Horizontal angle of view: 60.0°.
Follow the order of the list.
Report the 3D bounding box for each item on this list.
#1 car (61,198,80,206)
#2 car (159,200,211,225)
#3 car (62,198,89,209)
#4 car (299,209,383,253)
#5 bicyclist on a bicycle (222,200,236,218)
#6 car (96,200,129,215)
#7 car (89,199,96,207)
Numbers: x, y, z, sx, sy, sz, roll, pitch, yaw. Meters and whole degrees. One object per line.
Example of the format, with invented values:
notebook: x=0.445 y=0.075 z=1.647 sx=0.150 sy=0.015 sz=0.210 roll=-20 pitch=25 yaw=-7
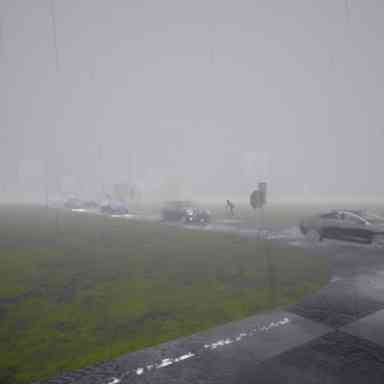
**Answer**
car: x=-22.268 y=1.747 z=60.804 sx=2.033 sy=1.411 sz=5.357 roll=0 pitch=0 yaw=-35
car: x=-0.569 y=1.411 z=24.731 sx=2.097 sy=1.767 sz=4.553 roll=0 pitch=0 yaw=-35
car: x=-17.373 y=1.641 z=48.839 sx=2.128 sy=1.511 sz=4.902 roll=0 pitch=0 yaw=-35
car: x=6.903 y=1.515 z=14.075 sx=2.128 sy=1.511 sz=4.902 roll=0 pitch=0 yaw=-35
bicyclist on a bicycle: x=3.320 y=1.518 z=29.586 sx=1.656 sy=1.620 sz=0.582 roll=0 pitch=0 yaw=-35
car: x=-8.485 y=1.625 z=36.035 sx=1.812 sy=1.442 sz=4.674 roll=0 pitch=0 yaw=-35
car: x=-16.592 y=1.758 z=52.711 sx=1.895 sy=1.301 sz=4.718 roll=0 pitch=0 yaw=-35
